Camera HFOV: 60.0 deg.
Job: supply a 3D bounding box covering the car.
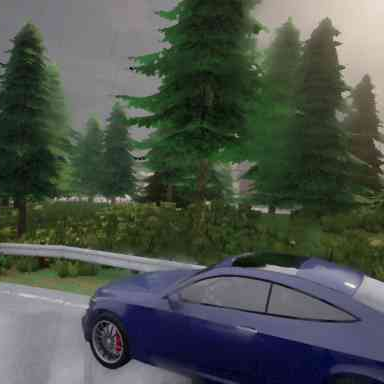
[{"bbox_3d":[0.734,1.499,4.111,4.674,1.442,1.812,1,1,31],"label":"car"}]
